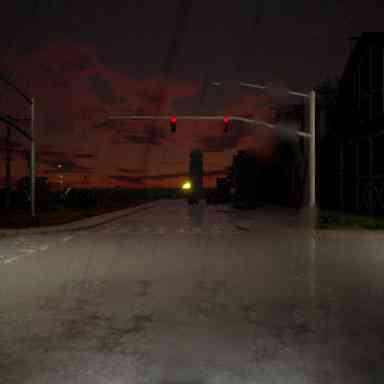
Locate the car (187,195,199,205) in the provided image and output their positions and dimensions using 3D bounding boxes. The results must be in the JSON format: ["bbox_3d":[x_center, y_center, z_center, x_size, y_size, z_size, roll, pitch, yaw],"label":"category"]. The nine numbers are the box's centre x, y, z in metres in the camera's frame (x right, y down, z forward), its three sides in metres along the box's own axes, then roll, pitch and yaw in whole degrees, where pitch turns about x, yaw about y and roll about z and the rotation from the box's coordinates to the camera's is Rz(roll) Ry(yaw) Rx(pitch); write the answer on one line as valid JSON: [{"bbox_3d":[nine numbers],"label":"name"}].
[{"bbox_3d":[0.194,1.496,57.563,2.033,1.411,5.357,0,-1,1],"label":"car"}]

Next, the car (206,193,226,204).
[{"bbox_3d":[4.321,1.144,59.865,1.905,1.878,3.866,-8,3,-42],"label":"car"}]

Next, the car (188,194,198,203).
[{"bbox_3d":[0.179,1.352,67.303,2.097,1.767,4.553,0,0,0],"label":"car"}]
